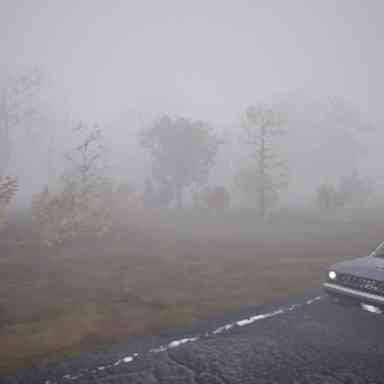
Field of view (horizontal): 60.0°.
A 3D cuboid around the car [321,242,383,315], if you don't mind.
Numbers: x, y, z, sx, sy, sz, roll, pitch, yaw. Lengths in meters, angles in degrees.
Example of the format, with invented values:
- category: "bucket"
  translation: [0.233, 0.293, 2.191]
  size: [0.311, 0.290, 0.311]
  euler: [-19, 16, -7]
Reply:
- category: "car"
  translation: [4.736, 1.607, 6.762]
  size: [4.718, 1.301, 1.895]
  euler: [0, 0, -36]
